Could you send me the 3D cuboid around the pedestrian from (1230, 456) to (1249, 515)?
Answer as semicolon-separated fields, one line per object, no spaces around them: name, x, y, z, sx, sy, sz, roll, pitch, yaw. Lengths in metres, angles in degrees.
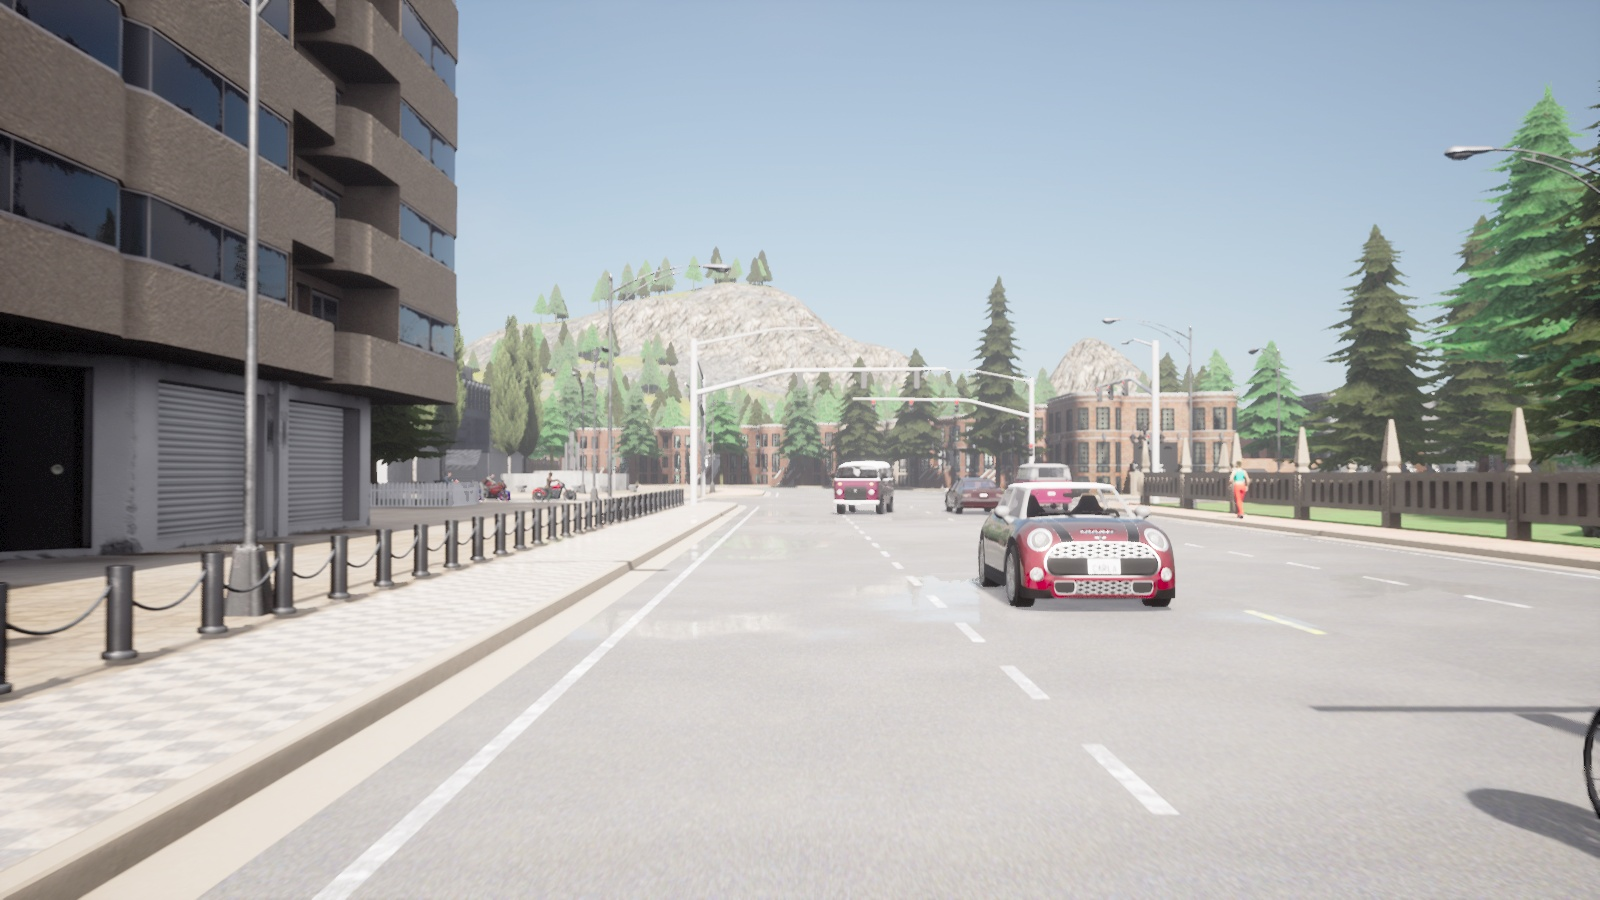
pedestrian;13.802;1.121;39.470;0.345;1.836;0.594;0;-1;-2

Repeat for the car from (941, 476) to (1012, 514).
car;6.873;1.741;49.551;2.033;1.411;5.357;0;-1;0

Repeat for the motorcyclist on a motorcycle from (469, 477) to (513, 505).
motorcyclist on a motorcycle;-16.875;2.244;68.659;2.191;1.530;0.866;0;-1;0

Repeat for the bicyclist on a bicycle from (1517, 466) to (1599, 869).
bicyclist on a bicycle;3.520;0.873;4.782;0.582;1.620;1.656;0;0;-2

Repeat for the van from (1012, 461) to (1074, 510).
van;10.361;1.496;53.812;1.775;1.987;4.442;0;-1;0

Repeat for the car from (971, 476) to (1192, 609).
car;3.456;1.089;16.166;1.970;1.475;3.806;0;-1;0

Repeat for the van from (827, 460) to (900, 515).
van;2.530;1.434;48.689;2.069;2.038;4.480;-1;-1;13

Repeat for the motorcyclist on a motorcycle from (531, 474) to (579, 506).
motorcyclist on a motorcycle;-12.707;2.067;65.175;2.350;1.649;0.766;0;-1;0
